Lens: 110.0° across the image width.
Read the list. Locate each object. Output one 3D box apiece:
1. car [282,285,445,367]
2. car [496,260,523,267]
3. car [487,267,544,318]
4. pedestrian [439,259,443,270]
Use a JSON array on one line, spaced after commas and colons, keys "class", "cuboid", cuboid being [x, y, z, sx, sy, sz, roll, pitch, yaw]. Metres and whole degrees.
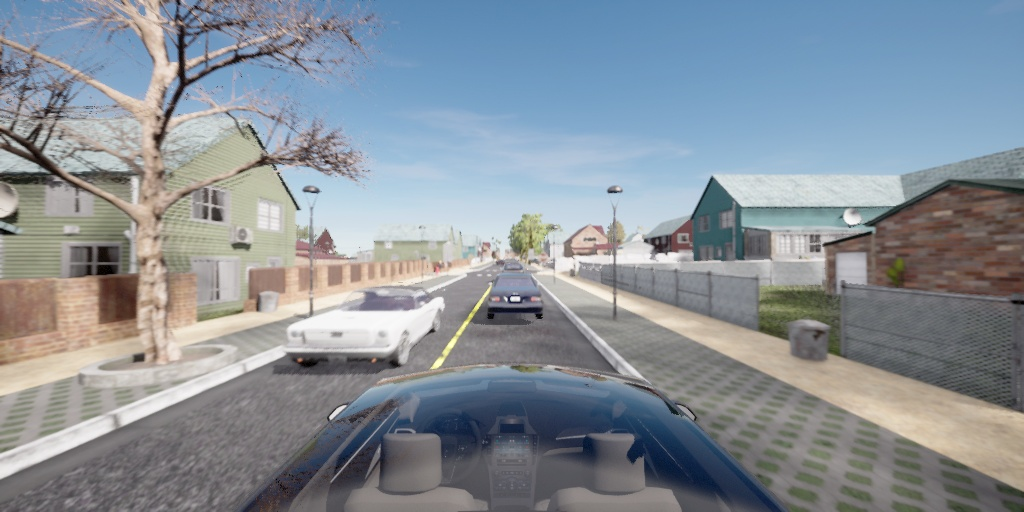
[{"class": "car", "cuboid": [-2.850, 1.362, 8.042, 1.895, 1.301, 4.718, 0, 0, 0]}, {"class": "car", "cuboid": [0.094, 1.284, 27.405, 2.128, 1.511, 4.902, 0, 0, 0]}, {"class": "car", "cuboid": [0.098, 1.317, 13.084, 2.033, 1.411, 5.357, 0, 0, 0]}, {"class": "pedestrian", "cuboid": [-9.695, 1.277, 48.535, 0.375, 1.860, 0.375, 0, 0, 0]}]
